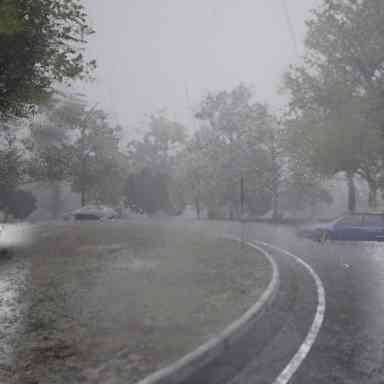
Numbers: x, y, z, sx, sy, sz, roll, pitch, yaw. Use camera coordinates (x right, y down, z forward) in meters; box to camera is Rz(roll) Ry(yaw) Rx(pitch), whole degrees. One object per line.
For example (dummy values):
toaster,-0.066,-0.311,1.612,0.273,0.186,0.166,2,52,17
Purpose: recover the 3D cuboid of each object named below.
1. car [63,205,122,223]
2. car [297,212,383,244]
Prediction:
car,-8.352,1.825,28.018,4.902,1.511,2.128,-1,-1,7
car,7.619,1.637,15.303,5.357,1.411,2.033,-1,0,19
